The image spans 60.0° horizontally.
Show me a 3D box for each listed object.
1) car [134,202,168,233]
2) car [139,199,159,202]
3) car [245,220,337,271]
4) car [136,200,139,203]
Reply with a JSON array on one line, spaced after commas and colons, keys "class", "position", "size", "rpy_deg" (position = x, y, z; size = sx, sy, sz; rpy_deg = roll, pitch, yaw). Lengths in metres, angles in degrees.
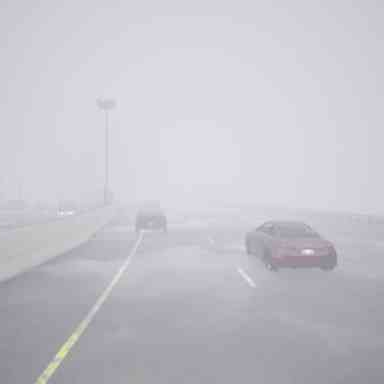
[{"class": "car", "position": [-2.559, 1.637, 20.942], "size": [1.882, 1.535, 5.008], "rpy_deg": [0, 0, -7]}, {"class": "car", "position": [-5.214, 1.675, 42.683], "size": [2.097, 1.767, 4.553], "rpy_deg": [0, 0, -14]}, {"class": "car", "position": [3.100, 1.642, 11.228], "size": [1.994, 1.385, 4.181], "rpy_deg": [0, 0, -3]}, {"class": "car", "position": [-7.851, 1.946, 52.294], "size": [2.033, 1.411, 5.357], "rpy_deg": [0, 0, -18]}]
